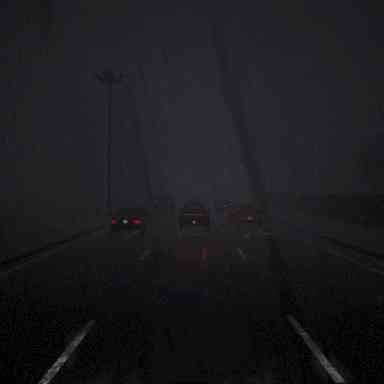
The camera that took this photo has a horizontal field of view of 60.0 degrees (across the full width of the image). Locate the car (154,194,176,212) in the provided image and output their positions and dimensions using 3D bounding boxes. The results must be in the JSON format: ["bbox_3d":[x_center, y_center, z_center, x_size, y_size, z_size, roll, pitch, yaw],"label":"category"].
[{"bbox_3d":[-3.175,1.244,38.934,2.150,2.045,5.566,0,0,1],"label":"car"}]

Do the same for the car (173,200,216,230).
[{"bbox_3d":[0.168,1.505,21.213,2.128,1.511,4.902,0,0,1],"label":"car"}]

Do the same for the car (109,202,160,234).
[{"bbox_3d":[-3.362,1.560,19.450,2.033,1.411,5.357,0,0,1],"label":"car"}]

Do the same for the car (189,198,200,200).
[{"bbox_3d":[0.336,1.530,40.160,1.837,1.490,4.892,0,0,1],"label":"car"}]

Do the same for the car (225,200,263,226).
[{"bbox_3d":[3.701,1.492,23.553,1.882,1.535,5.008,0,0,1],"label":"car"}]

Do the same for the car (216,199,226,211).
[{"bbox_3d":[3.838,1.588,40.395,1.994,1.385,4.181,0,0,1],"label":"car"}]
